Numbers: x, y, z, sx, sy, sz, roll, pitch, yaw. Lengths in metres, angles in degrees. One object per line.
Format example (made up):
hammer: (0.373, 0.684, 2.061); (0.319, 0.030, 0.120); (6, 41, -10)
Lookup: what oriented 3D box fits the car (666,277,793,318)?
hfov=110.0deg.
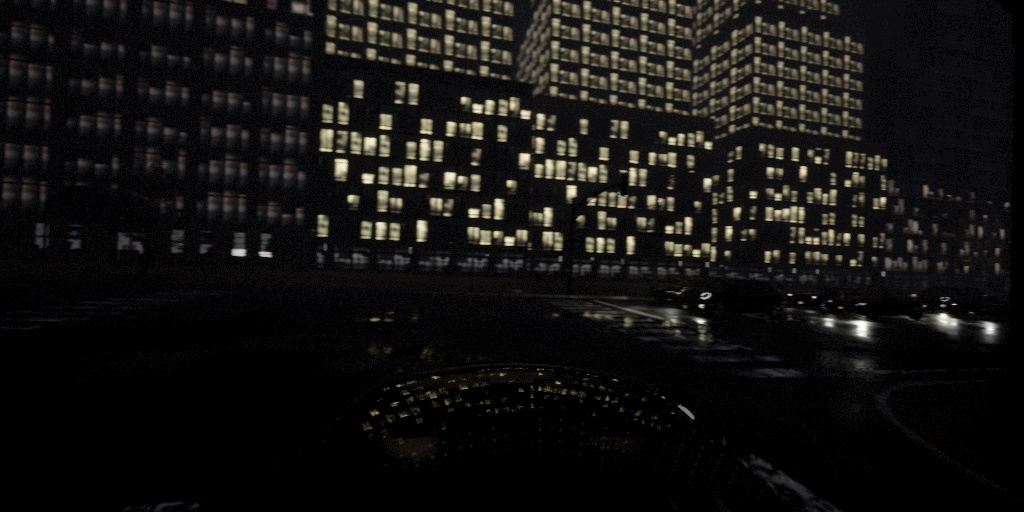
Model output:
car: (9.915, 1.790, 16.461); (4.553, 1.767, 2.097); (3, -1, -12)

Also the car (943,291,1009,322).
car: (27.586, 2.941, 20.319); (4.718, 1.301, 1.895); (3, -1, -12)

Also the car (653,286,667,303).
car: (10.292, 1.985, 19.867); (5.008, 1.535, 1.882); (3, -1, -14)

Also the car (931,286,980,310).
car: (29.218, 2.825, 23.998); (4.553, 1.767, 2.097); (3, -1, -12)

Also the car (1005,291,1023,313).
car: (39.341, 3.481, 26.172); (4.902, 1.511, 2.128); (3, -1, -12)

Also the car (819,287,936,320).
car: (18.680, 2.412, 18.378); (4.674, 1.442, 1.812); (3, -1, -12)

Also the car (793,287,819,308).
car: (19.388, 2.573, 21.859); (4.718, 1.301, 1.895); (3, -1, -12)
